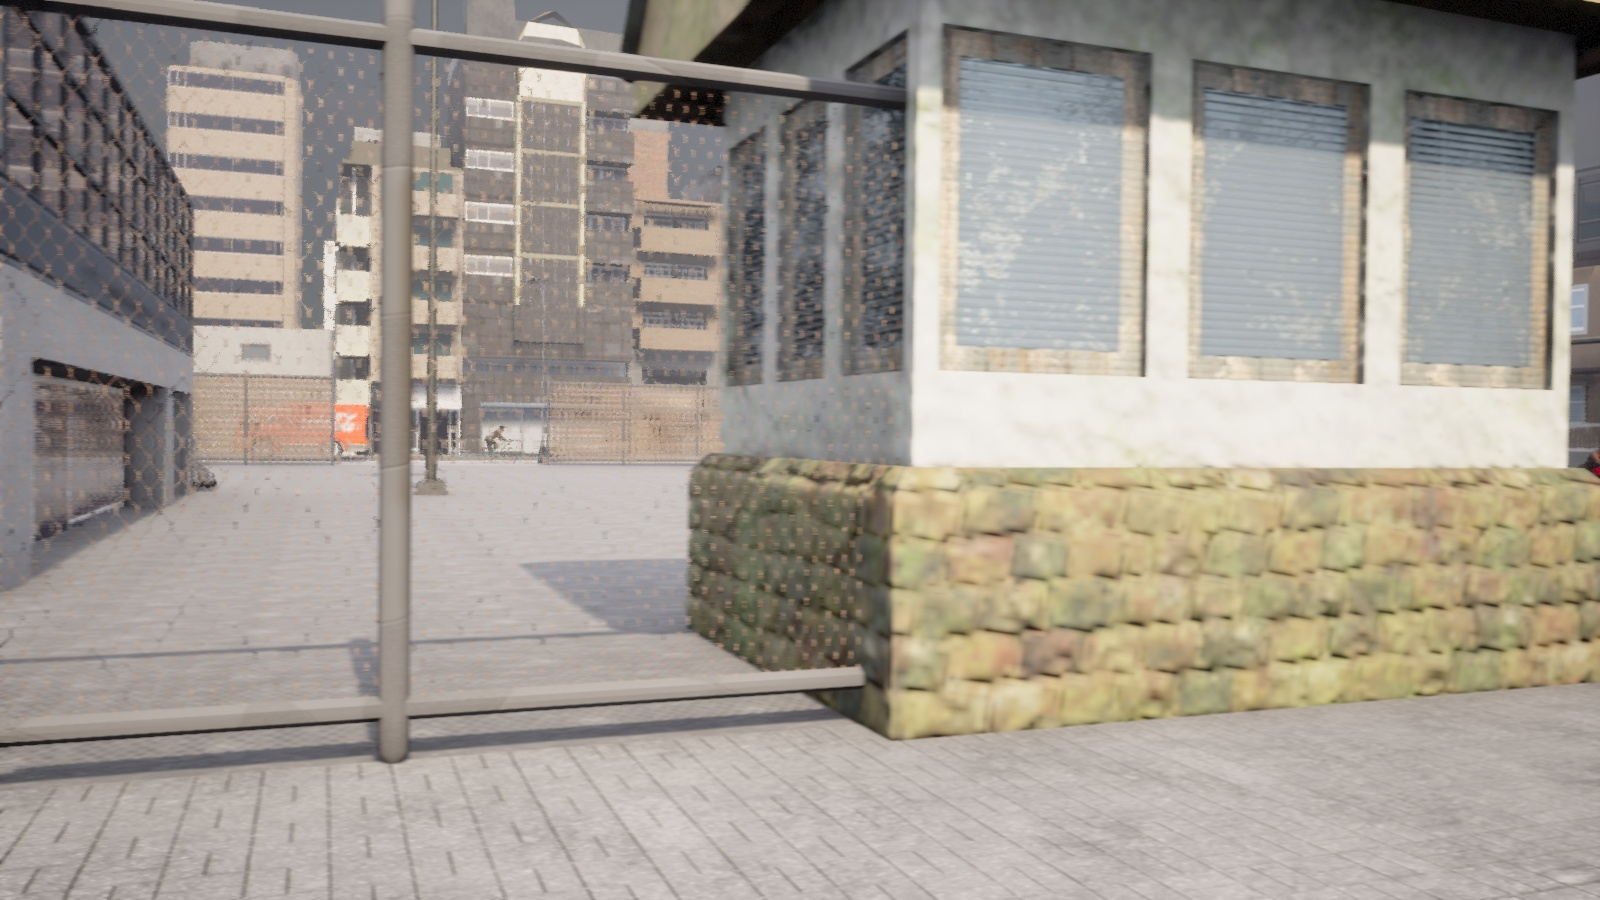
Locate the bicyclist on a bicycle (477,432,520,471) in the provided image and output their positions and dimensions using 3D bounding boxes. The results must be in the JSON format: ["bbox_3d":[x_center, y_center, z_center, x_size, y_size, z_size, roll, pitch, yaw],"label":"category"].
[{"bbox_3d":[-12.491,0.054,52.052,1.656,1.620,0.582,-1,1,-21],"label":"bicyclist on a bicycle"}]

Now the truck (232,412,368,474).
[{"bbox_3d":[-21.061,-0.325,53.055,5.204,2.467,2.627,-1,1,-21],"label":"truck"}]
